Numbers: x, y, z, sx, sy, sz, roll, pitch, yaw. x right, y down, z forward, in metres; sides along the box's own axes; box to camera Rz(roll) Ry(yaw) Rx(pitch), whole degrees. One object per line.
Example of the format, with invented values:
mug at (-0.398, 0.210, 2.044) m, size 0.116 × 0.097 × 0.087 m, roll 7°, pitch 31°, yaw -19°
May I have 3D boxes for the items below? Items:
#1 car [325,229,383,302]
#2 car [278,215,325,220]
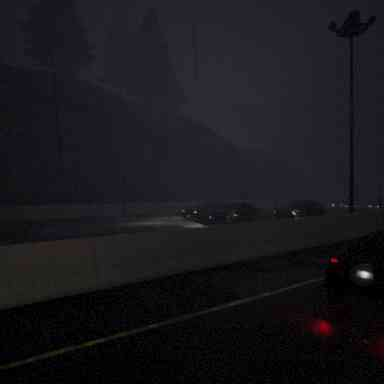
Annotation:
car at (4.894, 1.563, 7.643) m, size 4.181 × 1.385 × 1.994 m, roll 0°, pitch 0°, yaw -38°
car at (7.796, 1.359, 24.157) m, size 4.553 × 1.767 × 2.097 m, roll 0°, pitch 0°, yaw -43°
